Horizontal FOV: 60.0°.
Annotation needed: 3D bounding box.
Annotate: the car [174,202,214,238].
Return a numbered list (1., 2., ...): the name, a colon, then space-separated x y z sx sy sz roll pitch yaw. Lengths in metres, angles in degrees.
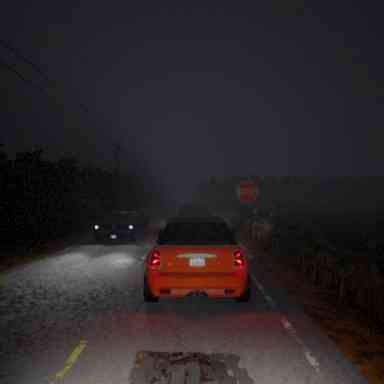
1. car: 0.090 1.407 18.256 1.882 1.535 5.008 0 0 0

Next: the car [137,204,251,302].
1. car: 0.099 1.320 8.326 2.097 1.767 4.553 0 0 0

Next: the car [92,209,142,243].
1. car: -3.239 1.539 15.997 1.895 1.301 4.718 0 0 1
